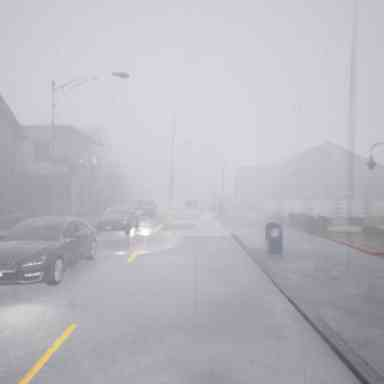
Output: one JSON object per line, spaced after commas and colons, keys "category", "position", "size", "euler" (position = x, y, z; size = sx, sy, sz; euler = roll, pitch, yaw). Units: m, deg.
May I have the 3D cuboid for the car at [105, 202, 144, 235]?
{"category": "car", "position": [-4.097, 1.490, 18.684], "size": [1.812, 1.442, 4.674], "euler": [0, 0, 0]}

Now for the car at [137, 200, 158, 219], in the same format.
{"category": "car", "position": [-4.070, 1.437, 28.808], "size": [2.128, 1.511, 4.902], "euler": [0, 0, 0]}

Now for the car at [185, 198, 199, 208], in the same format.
{"category": "car", "position": [0.013, 1.512, 47.153], "size": [1.895, 1.301, 4.718], "euler": [0, 0, 0]}

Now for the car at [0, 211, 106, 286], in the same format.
{"category": "car", "position": [-4.100, 1.487, 9.473], "size": [1.837, 1.490, 4.892], "euler": [0, 0, 0]}
